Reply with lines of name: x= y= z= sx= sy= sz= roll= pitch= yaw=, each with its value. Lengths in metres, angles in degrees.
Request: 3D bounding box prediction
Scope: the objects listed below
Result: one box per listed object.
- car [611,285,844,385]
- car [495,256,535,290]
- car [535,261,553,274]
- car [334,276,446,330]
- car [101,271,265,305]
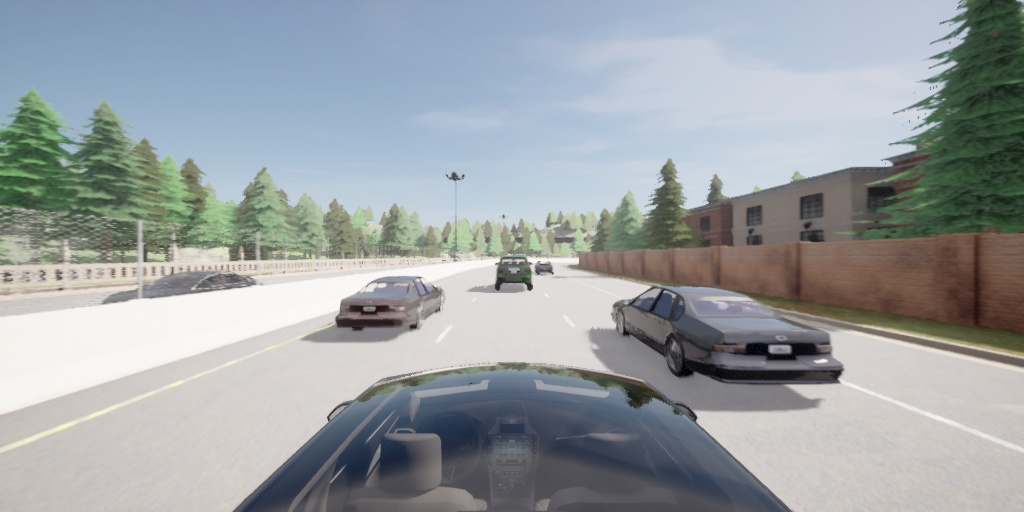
car: x=3.599 y=1.303 z=7.328 sx=2.033 sy=1.411 sz=5.357 roll=0 pitch=0 yaw=0
car: x=0.109 y=0.994 z=23.113 sx=2.150 sy=2.045 sz=5.566 roll=0 pitch=0 yaw=0
car: x=3.616 y=1.281 z=41.373 sx=2.128 sy=1.511 sz=4.902 roll=0 pitch=0 yaw=0
car: x=-3.401 y=1.307 z=11.064 sx=2.033 sy=1.411 sz=5.357 roll=0 pitch=0 yaw=0
car: x=-10.507 y=1.269 z=11.949 sx=1.837 sy=1.490 sz=4.892 roll=0 pitch=-1 yaw=0
